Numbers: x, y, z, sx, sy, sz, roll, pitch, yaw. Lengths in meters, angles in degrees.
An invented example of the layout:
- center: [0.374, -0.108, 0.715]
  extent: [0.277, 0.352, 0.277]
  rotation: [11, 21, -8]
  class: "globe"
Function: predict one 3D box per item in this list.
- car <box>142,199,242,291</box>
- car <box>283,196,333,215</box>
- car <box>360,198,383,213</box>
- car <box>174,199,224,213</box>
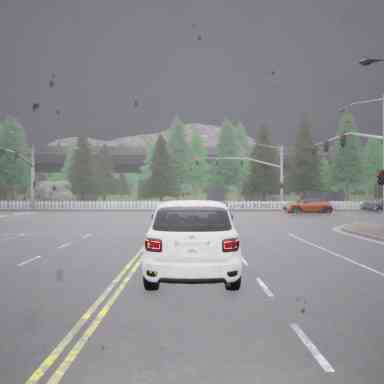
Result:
- center: [0.006, 1.221, 9.168]
  extent: [2.150, 2.045, 5.566]
  rotation: [0, 0, 0]
  class: "car"
- center: [11.305, 1.297, 32.674]
  extent: [4.553, 1.767, 2.097]
  rotation: [0, 0, 0]
  class: "car"
- center: [20.994, 1.436, 36.209]
  extent: [4.902, 1.511, 2.128]
  rotation: [0, 0, 0]
  class: "car"
- center: [0.732, 1.496, 36.116]
  extent: [5.357, 1.411, 2.033]
  rotation: [0, 0, 0]
  class: "car"
